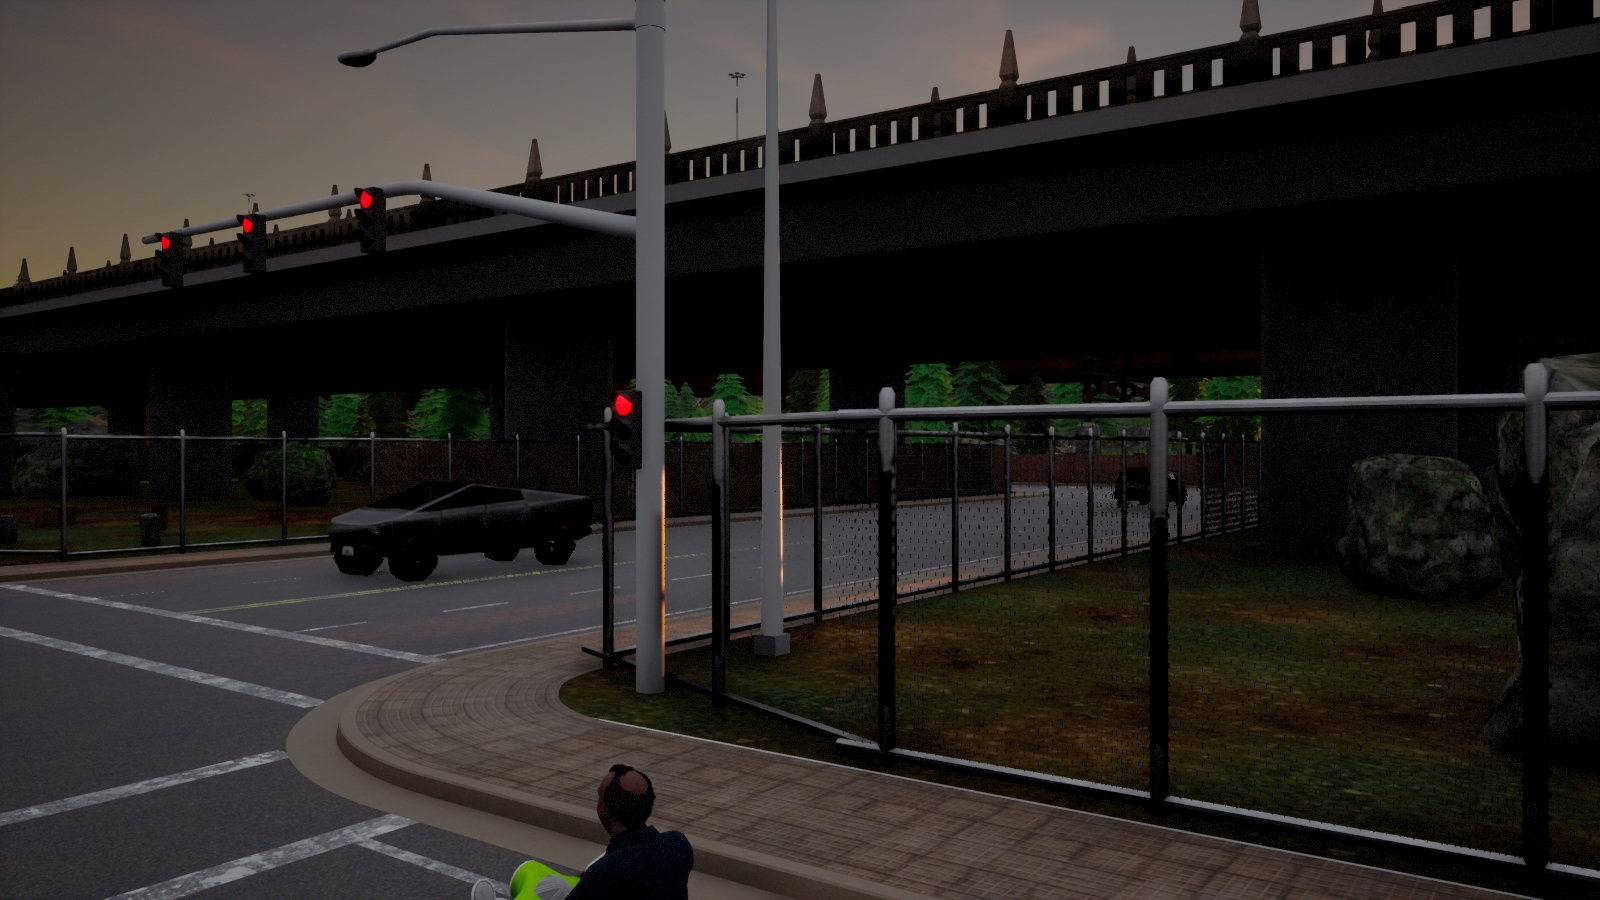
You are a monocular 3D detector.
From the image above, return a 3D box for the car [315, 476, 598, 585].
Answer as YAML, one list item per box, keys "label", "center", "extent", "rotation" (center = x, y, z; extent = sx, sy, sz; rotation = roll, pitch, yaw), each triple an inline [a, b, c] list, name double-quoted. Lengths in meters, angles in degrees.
- label: "car"
  center: [-7.905, 1.753, 27.043]
  extent: [2.390, 2.098, 6.274]
  rotation: [0, 0, 35]

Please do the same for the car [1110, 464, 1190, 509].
- label: "car"
  center: [17.504, 1.779, 56.922]
  extent: [2.150, 2.045, 5.566]
  rotation: [0, 0, 35]
